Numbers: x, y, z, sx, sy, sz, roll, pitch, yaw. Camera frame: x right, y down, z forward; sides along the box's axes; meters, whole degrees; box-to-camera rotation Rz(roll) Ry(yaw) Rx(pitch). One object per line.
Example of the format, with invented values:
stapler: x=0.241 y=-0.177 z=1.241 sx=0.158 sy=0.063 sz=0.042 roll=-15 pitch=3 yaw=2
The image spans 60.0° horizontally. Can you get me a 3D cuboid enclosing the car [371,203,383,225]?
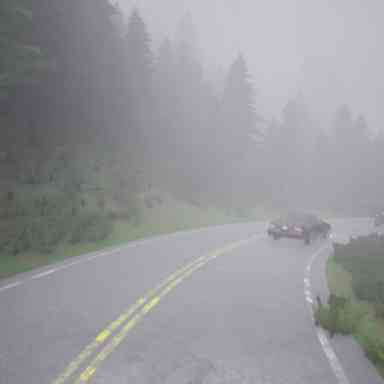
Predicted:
car: x=17.584 y=2.159 z=28.583 sx=4.553 sy=1.767 sz=2.097 roll=3 pitch=3 yaw=-41

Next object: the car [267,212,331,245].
car: x=5.649 y=1.741 z=17.106 sx=2.033 sy=1.411 sz=5.357 roll=4 pitch=1 yaw=35

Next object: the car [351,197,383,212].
car: x=18.196 y=1.534 z=33.447 sx=5.566 sy=2.045 sz=2.150 roll=3 pitch=2 yaw=-40
